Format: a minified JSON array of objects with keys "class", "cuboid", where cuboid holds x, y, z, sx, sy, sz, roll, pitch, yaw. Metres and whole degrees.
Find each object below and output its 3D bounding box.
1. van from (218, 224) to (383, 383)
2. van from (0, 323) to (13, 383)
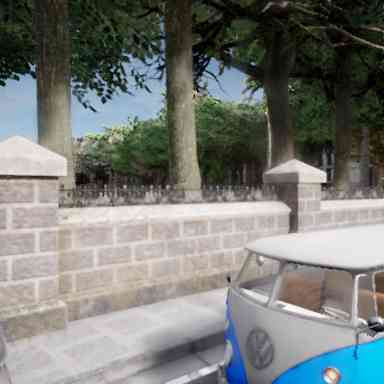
[{"class":"van","cuboid":[2.166,1.333,3.946,3.998,1.788,1.690,0,0,-35]},{"class":"van","cuboid":[-2.448,1.344,0.672,3.998,1.788,1.690,0,0,-35]}]
